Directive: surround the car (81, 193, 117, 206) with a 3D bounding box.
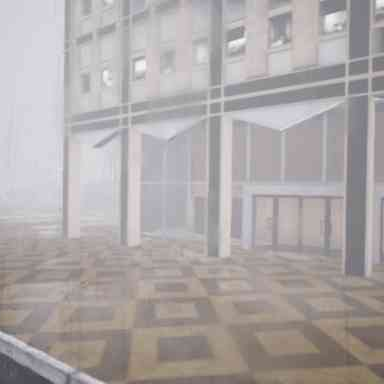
[{"bbox_3d":[-14.668,1.295,51.409,1.882,1.535,5.008,1,1,38],"label":"car"}]

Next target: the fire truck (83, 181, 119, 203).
[{"bbox_3d":[-14.380,0.090,56.884,2.891,3.827,8.468,1,1,38],"label":"fire truck"}]
